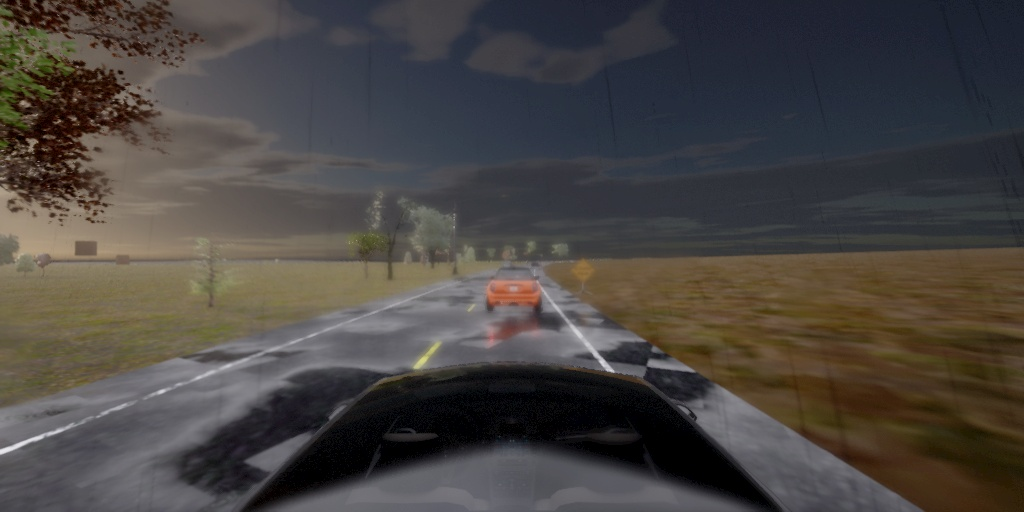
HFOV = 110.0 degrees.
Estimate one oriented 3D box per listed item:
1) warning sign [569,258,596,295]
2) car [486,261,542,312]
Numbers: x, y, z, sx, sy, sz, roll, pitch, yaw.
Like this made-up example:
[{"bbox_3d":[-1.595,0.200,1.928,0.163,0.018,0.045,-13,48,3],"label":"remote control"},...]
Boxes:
[{"bbox_3d":[3.698,1.037,18.647,1.300,1.860,1.060,0,0,1],"label":"warning sign"},{"bbox_3d":[0.113,1.238,15.238,2.097,1.767,4.553,0,-1,1],"label":"car"}]
